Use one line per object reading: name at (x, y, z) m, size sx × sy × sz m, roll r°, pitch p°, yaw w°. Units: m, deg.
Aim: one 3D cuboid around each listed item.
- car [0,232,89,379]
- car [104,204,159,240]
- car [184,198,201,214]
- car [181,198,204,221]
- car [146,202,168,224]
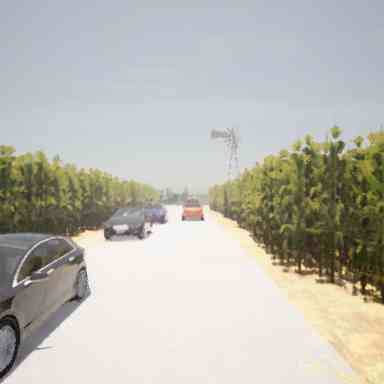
car at (-3.198, 1.523, 5.546) m, size 1.837 × 1.490 × 4.892 m, roll 0°, pitch 0°, yaw 0°
car at (-3.195, 1.558, 17.350) m, size 2.128 × 1.511 × 4.902 m, roll 0°, pitch -1°, yaw 0°
car at (0.086, 1.825, 45.554) m, size 2.150 × 2.045 × 5.566 m, roll 0°, pitch 0°, yaw 0°
car at (0.091, 1.759, 32.023) m, size 2.097 × 1.767 × 4.553 m, roll 0°, pitch -1°, yaw 0°
car at (-3.170, 1.665, 27.692) m, size 2.097 × 1.767 × 4.553 m, roll 0°, pitch -1°, yaw 1°
